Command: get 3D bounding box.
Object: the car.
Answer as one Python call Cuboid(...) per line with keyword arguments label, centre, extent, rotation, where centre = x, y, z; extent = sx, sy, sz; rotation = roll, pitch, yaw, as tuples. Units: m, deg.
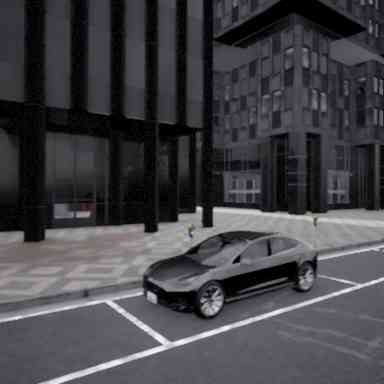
Cuboid(label="car", centre=(1.041, 1.575, 7.388), extent=(4.313, 1.339, 1.947), rotation=(0, 0, -35))
